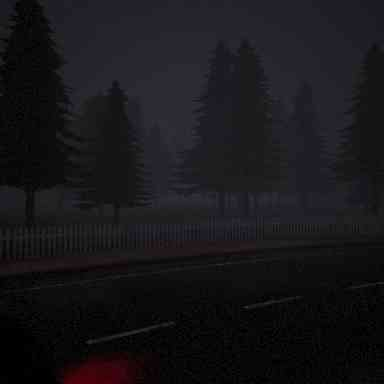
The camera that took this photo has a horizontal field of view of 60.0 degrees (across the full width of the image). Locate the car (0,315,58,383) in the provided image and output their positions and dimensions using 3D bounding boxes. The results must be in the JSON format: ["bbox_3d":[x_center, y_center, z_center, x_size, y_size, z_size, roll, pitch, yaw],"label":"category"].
[{"bbox_3d":[-3.413,1.548,1.479,5.357,1.411,2.033,0,0,-37],"label":"car"}]
